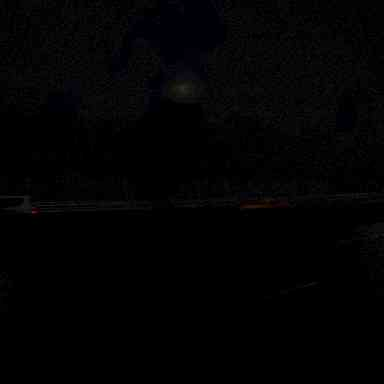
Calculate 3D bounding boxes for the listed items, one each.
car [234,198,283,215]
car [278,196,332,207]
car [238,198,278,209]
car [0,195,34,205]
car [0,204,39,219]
[{"bbox_3d":[6.860,1.393,34.286,4.902,1.511,2.128,-1,0,-34],"label":"car"},{"bbox_3d":[9.788,1.269,27.820,4.553,1.767,2.097,-1,0,-34],"label":"car"},{"bbox_3d":[6.748,1.405,29.990,5.008,1.535,1.882,-1,0,-34],"label":"car"},{"bbox_3d":[-11.146,1.207,17.526,5.566,2.045,2.150,0,0,-35],"label":"car"},{"bbox_3d":[-9.279,1.492,14.555,4.892,1.490,1.837,0,0,-35],"label":"car"}]
